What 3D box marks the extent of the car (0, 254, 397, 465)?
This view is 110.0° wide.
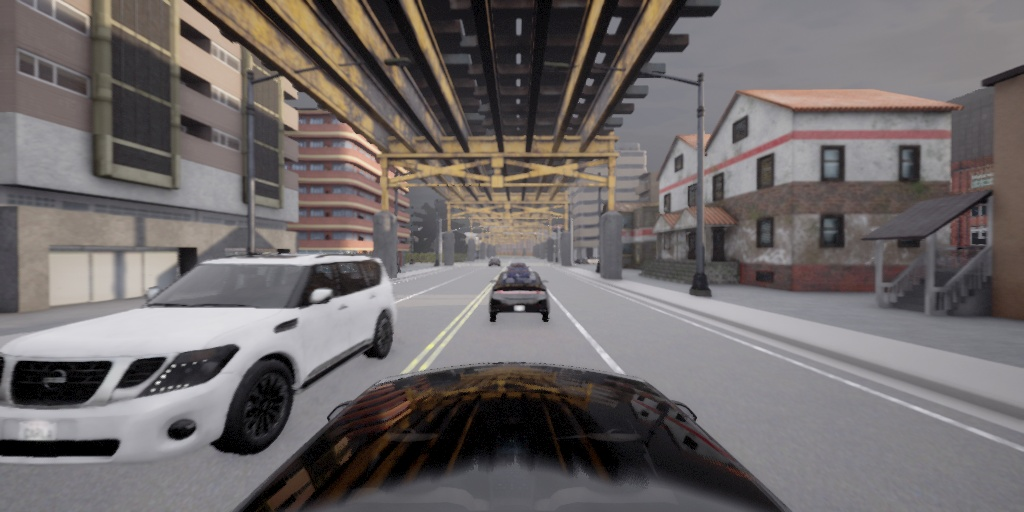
[{"bbox_3d":[-3.557,0.976,5.484,2.150,2.045,5.566,0,0,1],"label":"car"}]

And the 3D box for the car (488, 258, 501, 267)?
[{"bbox_3d":[-2.709,1.035,57.072,2.033,1.411,5.357,0,1,1],"label":"car"}]

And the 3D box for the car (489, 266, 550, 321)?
[{"bbox_3d":[0.246,1.256,12.484,2.128,1.511,4.902,0,0,1],"label":"car"}]

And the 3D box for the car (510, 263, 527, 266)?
[{"bbox_3d":[0.507,1.255,29.659,1.812,1.442,4.674,0,0,1],"label":"car"}]
